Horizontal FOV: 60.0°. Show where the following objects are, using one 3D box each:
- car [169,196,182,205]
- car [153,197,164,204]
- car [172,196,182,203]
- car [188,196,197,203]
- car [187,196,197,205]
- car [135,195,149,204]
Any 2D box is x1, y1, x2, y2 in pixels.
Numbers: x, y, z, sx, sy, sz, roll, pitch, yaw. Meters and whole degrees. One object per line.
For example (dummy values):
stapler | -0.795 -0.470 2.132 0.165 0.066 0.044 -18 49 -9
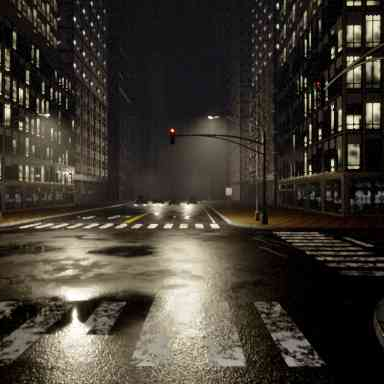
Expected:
car | -3.187 1.647 59.727 2.033 1.411 5.357 0 0 0
car | -6.432 1.680 64.315 1.994 1.385 4.181 0 0 0
car | -3.176 1.522 70.145 1.994 1.385 4.181 0 0 0
car | 0.075 1.583 70.588 1.895 1.301 4.718 0 0 0
car | 0.064 1.648 60.140 2.033 1.411 5.357 0 0 0
car | -9.682 1.468 64.349 2.097 1.767 4.553 0 0 0
